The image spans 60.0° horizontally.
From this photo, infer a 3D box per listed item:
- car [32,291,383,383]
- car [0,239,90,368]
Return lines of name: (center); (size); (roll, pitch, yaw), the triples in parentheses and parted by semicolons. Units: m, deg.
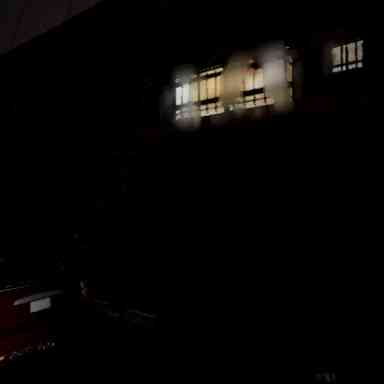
car: (1.114, 1.568, 2.088); (4.313, 1.339, 1.947); (-1, -1, 35)
car: (-3.519, 1.487, 5.394); (4.097, 1.590, 1.967); (-1, -1, 35)
